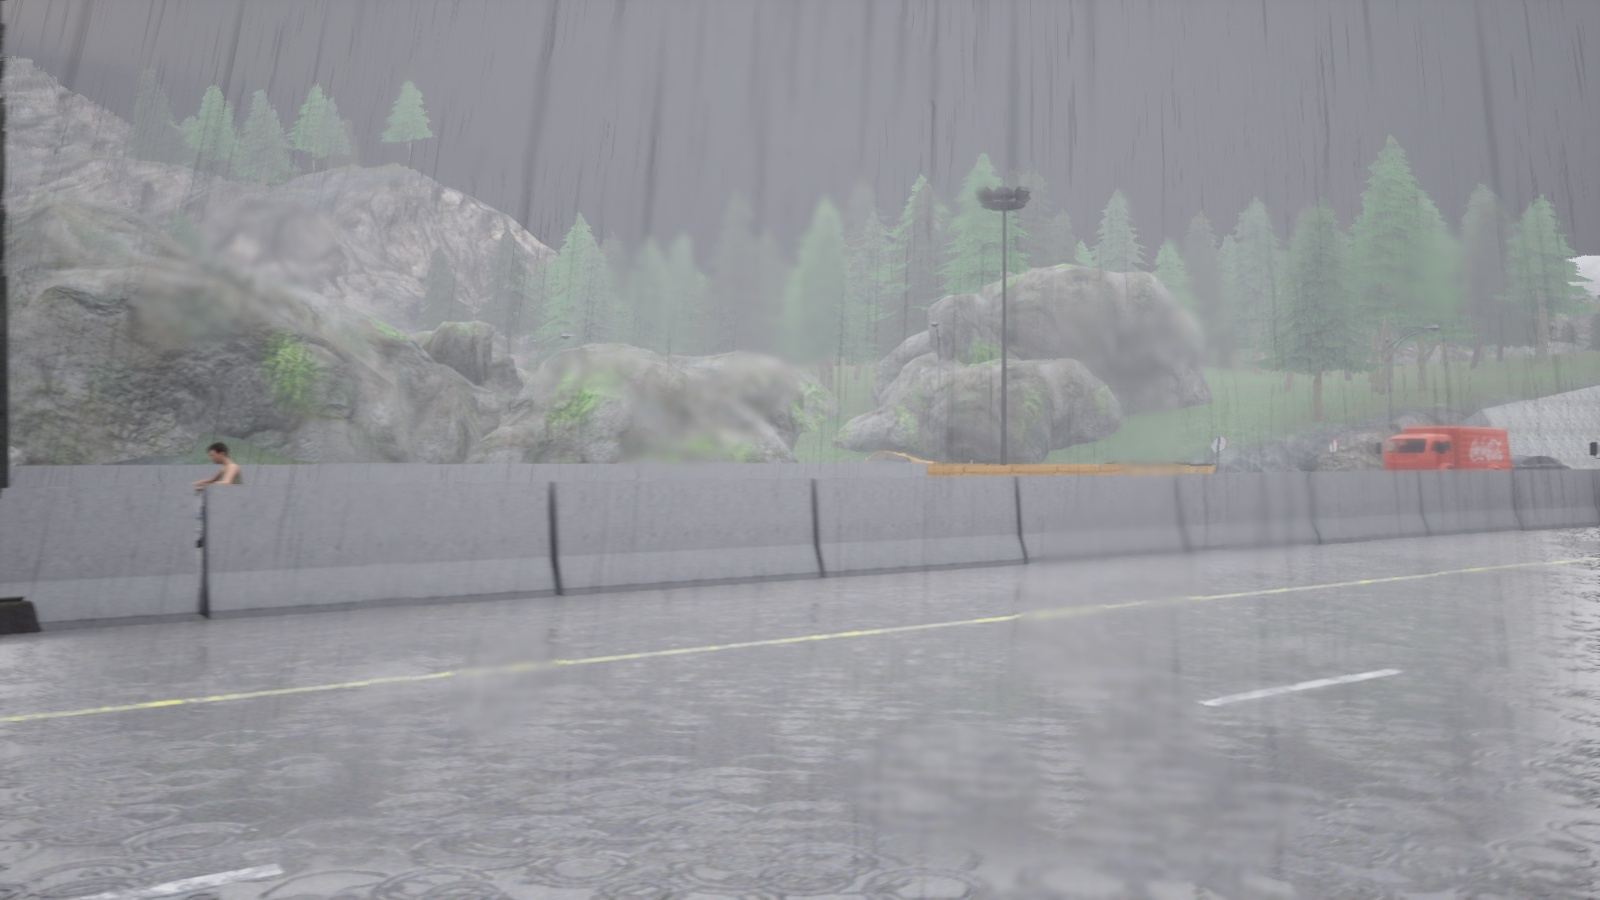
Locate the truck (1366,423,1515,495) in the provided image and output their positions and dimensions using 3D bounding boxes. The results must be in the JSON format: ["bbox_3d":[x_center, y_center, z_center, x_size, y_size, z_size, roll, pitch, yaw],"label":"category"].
[{"bbox_3d":[23.168,0.324,45.370,5.204,2.467,2.627,0,0,-35],"label":"truck"}]

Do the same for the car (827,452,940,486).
[{"bbox_3d":[3.898,0.856,58.564,5.008,1.535,1.882,0,0,14],"label":"car"}]

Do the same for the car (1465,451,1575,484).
[{"bbox_3d":[34.209,0.823,59.684,4.892,1.490,1.837,0,0,-20],"label":"car"}]

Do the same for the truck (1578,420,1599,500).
[{"bbox_3d":[27.205,0.301,39.653,5.204,2.467,2.627,0,0,-35],"label":"truck"}]
